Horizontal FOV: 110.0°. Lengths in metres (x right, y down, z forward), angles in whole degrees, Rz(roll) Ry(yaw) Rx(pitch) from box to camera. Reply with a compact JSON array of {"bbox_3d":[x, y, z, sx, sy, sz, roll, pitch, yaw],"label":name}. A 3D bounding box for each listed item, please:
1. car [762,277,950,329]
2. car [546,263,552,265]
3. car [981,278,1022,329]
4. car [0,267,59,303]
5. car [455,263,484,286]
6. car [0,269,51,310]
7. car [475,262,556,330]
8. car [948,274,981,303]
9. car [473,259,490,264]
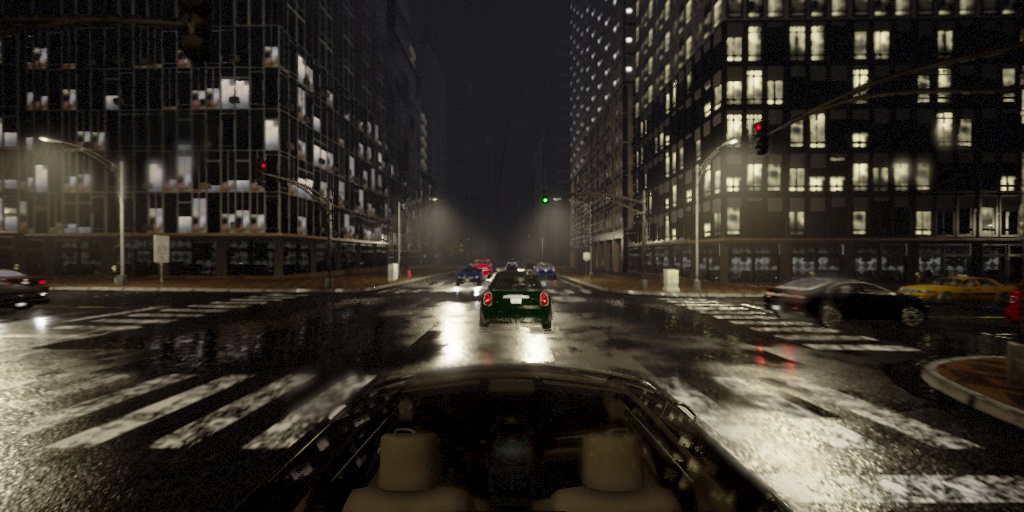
[{"bbox_3d":[11.032,1.490,11.968,4.902,1.511,2.128,0,0,-7],"label":"car"},{"bbox_3d":[3.354,1.491,37.619,2.097,1.767,4.553,0,-1,0],"label":"car"},{"bbox_3d":[16.194,1.370,9.276,5.009,1.841,2.192,0,0,1],"label":"car"},{"bbox_3d":[-23.866,1.224,15.770,5.357,1.411,2.033,1,0,1],"label":"car"},{"bbox_3d":[-3.344,1.577,29.298,1.812,1.442,4.674,0,-1,0],"label":"car"},{"bbox_3d":[-19.706,1.276,12.449,5.357,1.411,2.033,1,0,0],"label":"car"},{"bbox_3d":[0.113,1.259,12.111,2.097,1.767,4.553,0,0,0],"label":"car"},{"bbox_3d":[21.805,1.593,17.561,4.829,1.417,1.751,0,0,1],"label":"car"},{"bbox_3d":[-3.327,1.381,39.525,2.150,2.045,5.566,0,-1,0],"label":"car"}]
